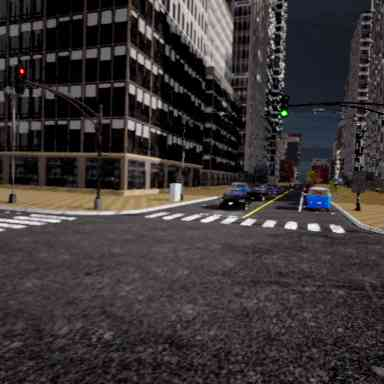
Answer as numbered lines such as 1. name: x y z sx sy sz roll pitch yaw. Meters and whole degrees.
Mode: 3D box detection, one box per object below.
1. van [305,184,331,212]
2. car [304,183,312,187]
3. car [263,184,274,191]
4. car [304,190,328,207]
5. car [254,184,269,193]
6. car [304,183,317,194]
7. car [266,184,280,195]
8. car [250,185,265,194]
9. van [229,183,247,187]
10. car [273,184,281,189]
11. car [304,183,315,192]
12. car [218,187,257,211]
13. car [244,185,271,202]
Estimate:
1. van: 10.047 0.516 26.446 1.690 1.788 3.998 3 3 19
2. car: 18.891 -0.345 52.674 2.192 1.841 5.009 3 3 19
3. car: 16.327 -0.974 71.100 1.802 1.307 4.206 3 3 19
4. car: 11.744 0.550 31.723 1.887 1.381 4.507 3 3 19
5. car: 12.747 -0.672 60.619 2.008 1.369 4.403 3 3 19
6. car: 22.472 -0.678 63.154 2.192 1.841 5.009 3 3 19
7. car: 12.275 -0.472 51.103 2.097 1.767 4.553 3 3 19
8. car: 10.956 -0.490 55.381 1.947 1.339 4.313 3 3 19
9. van: 5.594 -0.216 39.653 1.690 1.788 3.998 3 3 19
10. car: 23.489 -1.641 92.057 1.802 1.307 4.206 3 3 19
11. car: 26.054 -1.011 73.632 2.192 1.841 5.009 3 3 19
12. car: 3.359 0.561 25.146 1.994 1.385 4.181 3 3 19
13. car: 6.903 0.270 35.520 1.895 1.301 4.718 3 3 19
